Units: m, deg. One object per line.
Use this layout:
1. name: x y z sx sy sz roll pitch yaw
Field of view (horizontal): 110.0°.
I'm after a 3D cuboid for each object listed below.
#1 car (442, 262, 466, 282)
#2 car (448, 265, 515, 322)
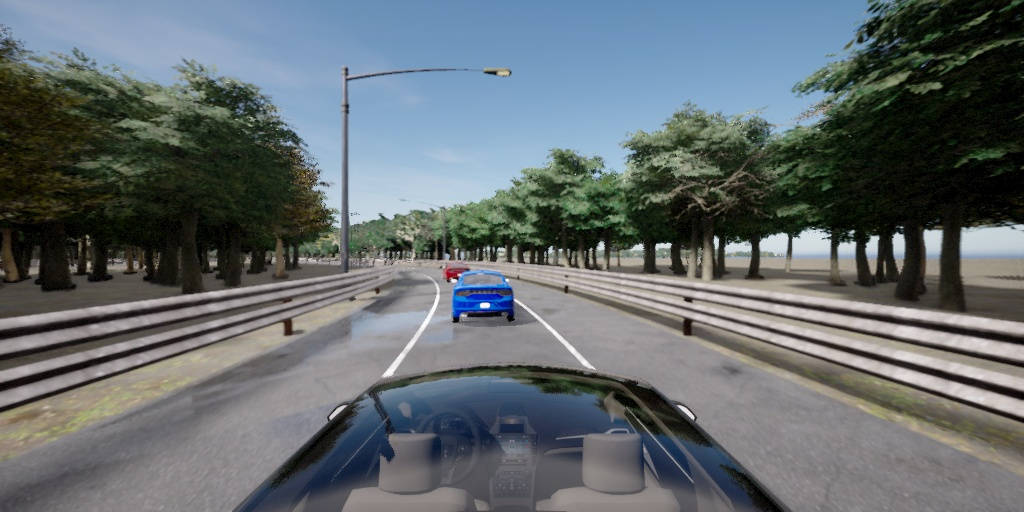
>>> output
1. car: -4.531 1.248 28.955 1.882 1.535 5.008 0 0 -16
2. car: -1.082 1.231 12.479 1.882 1.535 5.008 0 0 -8
